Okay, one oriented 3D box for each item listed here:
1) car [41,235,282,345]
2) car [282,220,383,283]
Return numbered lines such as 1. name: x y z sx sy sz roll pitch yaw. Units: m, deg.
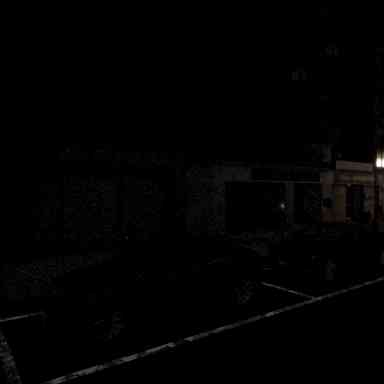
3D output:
1. car: -0.515 1.566 6.397 4.313 1.339 1.947 0 0 -35
2. car: 4.101 1.544 9.686 4.507 1.381 1.887 0 0 -35
